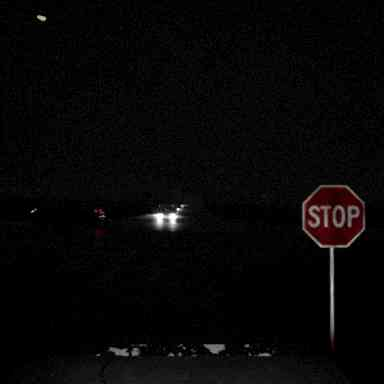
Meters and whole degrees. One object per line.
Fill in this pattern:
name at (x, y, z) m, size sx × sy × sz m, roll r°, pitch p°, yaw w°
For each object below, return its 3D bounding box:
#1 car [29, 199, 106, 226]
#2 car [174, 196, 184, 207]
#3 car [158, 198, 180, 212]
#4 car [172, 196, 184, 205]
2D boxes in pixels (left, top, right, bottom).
car at (-8.042, 1.234, 21.586) m, size 4.553 × 1.767 × 2.097 m, roll 1°, pitch -1°, yaw 0°
car at (-2.671, 1.614, 48.629) m, size 1.994 × 1.385 × 4.181 m, roll 0°, pitch 0°, yaw 1°
car at (-2.771, 1.635, 38.438) m, size 1.895 × 1.301 × 4.718 m, roll 0°, pitch 0°, yaw 1°
car at (-2.540, 1.556, 62.160) m, size 1.882 × 1.535 × 5.008 m, roll 0°, pitch 0°, yaw 1°
